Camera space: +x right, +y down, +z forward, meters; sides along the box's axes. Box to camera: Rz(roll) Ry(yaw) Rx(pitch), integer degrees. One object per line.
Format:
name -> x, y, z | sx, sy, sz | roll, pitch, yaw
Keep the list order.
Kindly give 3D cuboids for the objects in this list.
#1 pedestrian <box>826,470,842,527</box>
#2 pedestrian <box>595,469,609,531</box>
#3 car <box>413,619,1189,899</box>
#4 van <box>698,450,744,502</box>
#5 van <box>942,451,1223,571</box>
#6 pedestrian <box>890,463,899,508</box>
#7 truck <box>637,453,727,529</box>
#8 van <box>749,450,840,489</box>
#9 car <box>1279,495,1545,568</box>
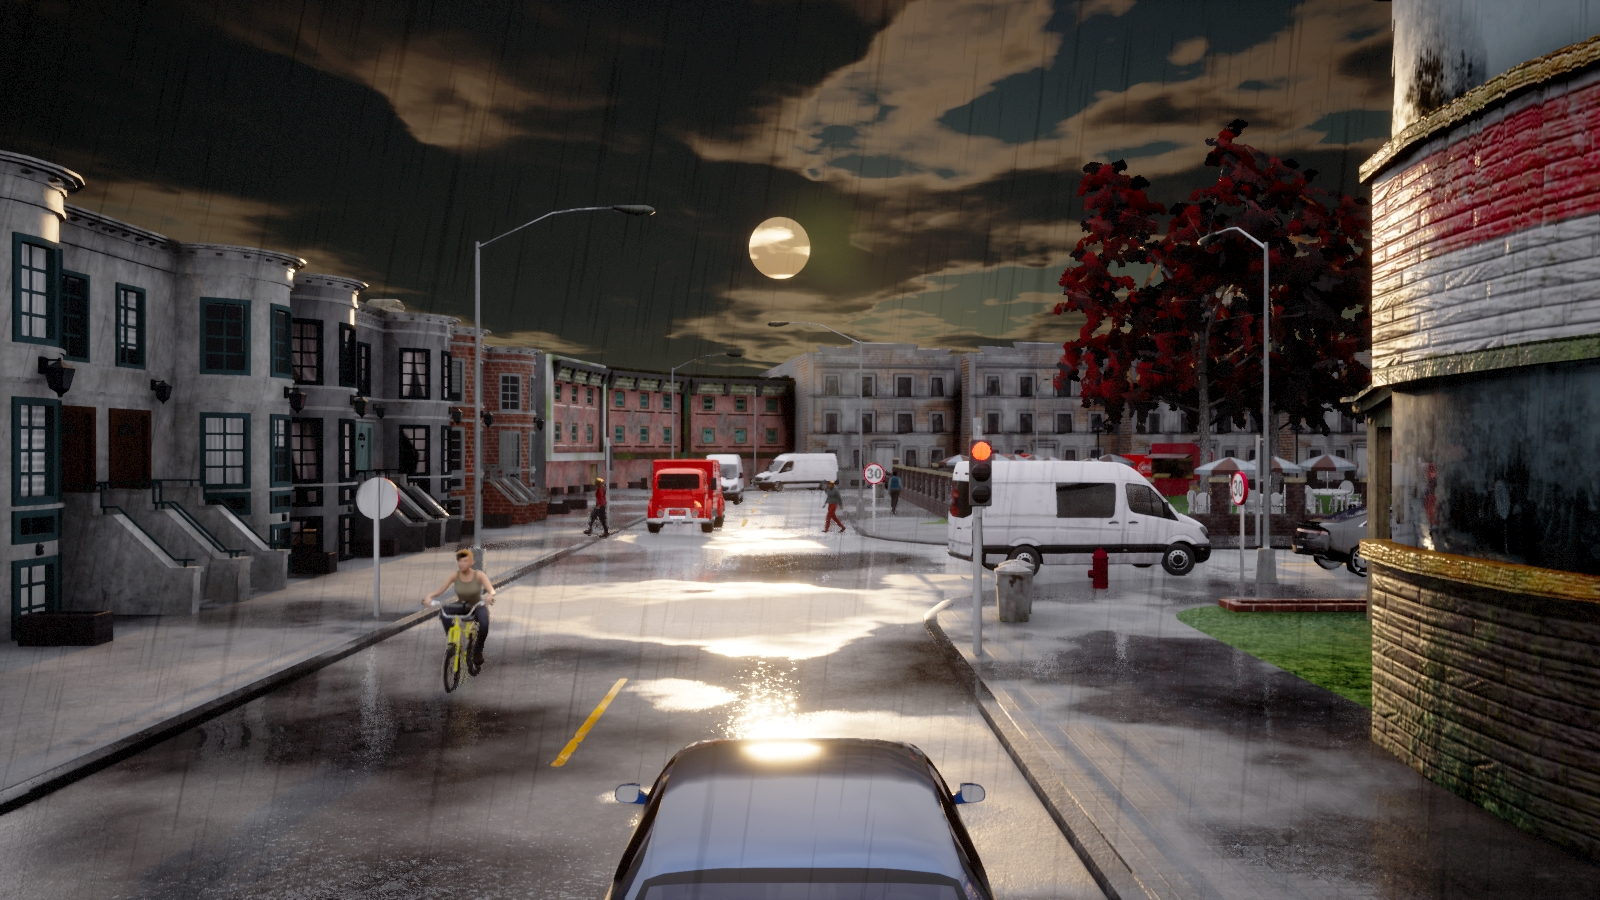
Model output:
pedestrian -> 1.136, 1.614, 38.044 | 0.375, 1.860, 0.375 | 0, 0, -37
pedestrian -> -6.063, 1.523, 34.965 | 0.375, 1.860, 0.375 | 0, 0, -14
car -> -0.001, 1.884, 5.268 | 2.033, 1.411, 5.357 | 0, 0, 0
van -> -4.054, 1.292, 59.581 | 1.988, 2.561, 5.915 | 0, 0, 0
van -> 6.389, 1.304, 26.031 | 5.915, 2.561, 1.988 | 0, 0, -11
pedestrian -> 3.998, 1.499, 48.415 | 0.375, 1.860, 0.375 | 0, 0, 9
truck -> -4.014, 1.333, 39.954 | 2.627, 2.467, 5.204 | 0, 0, 0
van -> -0.323, 1.287, 76.628 | 5.915, 2.561, 1.988 | 0, 0, -32
car -> 13.778, 1.817, 25.951 | 4.902, 1.511, 2.128 | 0, 0, -1
